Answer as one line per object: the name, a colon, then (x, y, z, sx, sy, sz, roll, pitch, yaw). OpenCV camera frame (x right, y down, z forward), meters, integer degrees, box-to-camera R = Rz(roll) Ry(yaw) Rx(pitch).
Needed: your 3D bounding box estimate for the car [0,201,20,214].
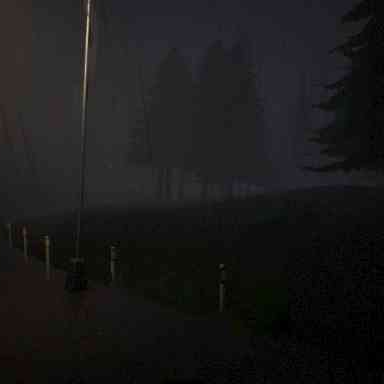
car: (-22.451, 1.815, 39.424, 2.033, 1.411, 5.357, 4, -1, -3)
